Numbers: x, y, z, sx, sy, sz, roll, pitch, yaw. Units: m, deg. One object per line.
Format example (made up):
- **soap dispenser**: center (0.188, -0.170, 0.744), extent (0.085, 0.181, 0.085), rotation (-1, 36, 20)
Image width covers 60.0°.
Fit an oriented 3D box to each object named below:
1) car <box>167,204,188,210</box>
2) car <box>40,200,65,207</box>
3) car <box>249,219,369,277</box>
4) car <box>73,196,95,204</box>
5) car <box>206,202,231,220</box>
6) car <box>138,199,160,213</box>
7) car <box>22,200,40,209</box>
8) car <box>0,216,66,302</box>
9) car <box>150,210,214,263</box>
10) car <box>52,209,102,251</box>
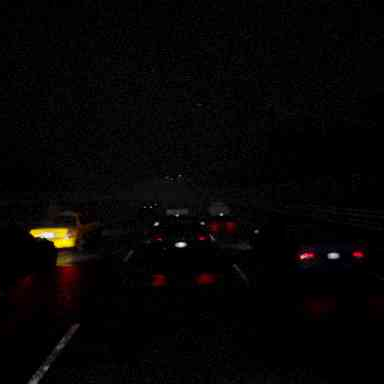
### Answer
- **car**: center (-1.308, 1.718, 30.148), extent (1.895, 1.301, 4.718), rotation (0, 0, -3)
- **car**: center (-19.882, 1.908, 48.252), extent (1.812, 1.442, 4.674), rotation (0, -1, -3)
- **car**: center (3.161, 1.540, 10.214), extent (2.033, 1.411, 5.357), rotation (0, 0, -3)
- **car**: center (-16.500, 1.600, 50.940), extent (2.150, 2.045, 5.566), rotation (0, -1, -2)
- **car**: center (2.254, 1.608, 28.956), extent (1.812, 1.442, 4.674), rotation (0, 0, -3)
- **car**: center (-5.306, 1.753, 39.488), extent (2.033, 1.411, 5.357), rotation (0, 0, -2)
- **car**: center (-23.439, 1.927, 49.515), extent (1.837, 1.490, 4.892), rotation (0, -1, -2)
- **car**: center (-4.901, 1.576, 8.207), extent (1.812, 1.442, 4.674), rotation (0, 0, -3)
- **car**: center (-0.436, 1.589, 12.155), extent (1.994, 1.385, 4.181), rotation (0, 0, -3)
- **car**: center (-5.202, 1.526, 14.393), extent (1.801, 1.575, 5.366), rotation (0, 0, -3)
